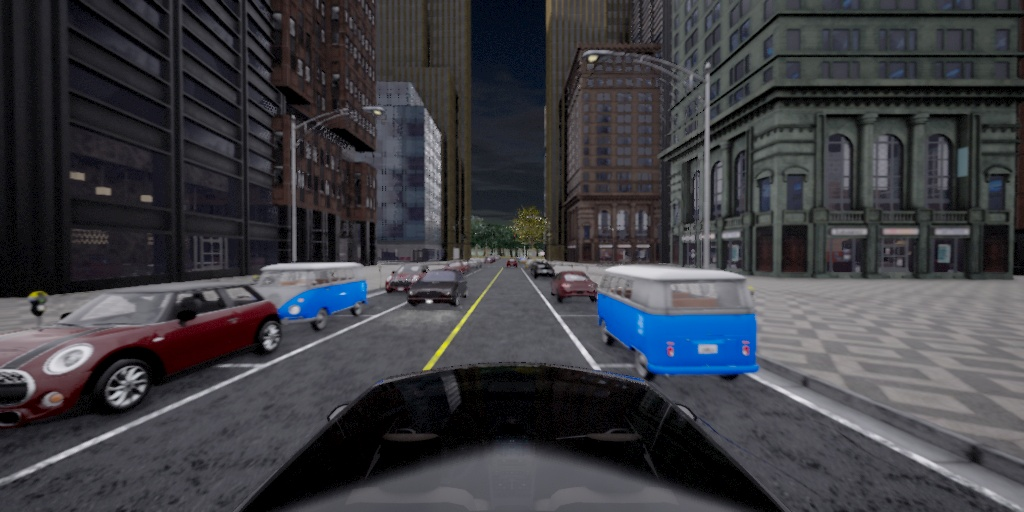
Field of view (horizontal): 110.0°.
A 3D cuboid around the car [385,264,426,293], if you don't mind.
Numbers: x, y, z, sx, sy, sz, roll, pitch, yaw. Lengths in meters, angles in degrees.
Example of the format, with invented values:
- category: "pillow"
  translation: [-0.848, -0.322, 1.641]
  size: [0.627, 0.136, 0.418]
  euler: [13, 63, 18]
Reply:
- category: "car"
  translation: [-5.762, 1.184, 20.599]
  size: [1.967, 1.591, 4.097]
  euler: [0, 0, 0]

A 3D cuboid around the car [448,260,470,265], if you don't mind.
- category: "car"
  translation: [-5.760, 1.278, 36.734]
  size: [1.888, 1.381, 4.507]
  euler: [0, 0, 0]

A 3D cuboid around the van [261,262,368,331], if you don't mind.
- category: "van"
  translation: [-5.762, 1.089, 10.649]
  size: [1.690, 1.789, 3.998]
  euler: [0, 0, 0]

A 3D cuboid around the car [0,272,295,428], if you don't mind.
- category: "car"
  translation: [-5.763, 1.189, 5.762]
  size: [1.967, 1.591, 4.097]
  euler: [0, 0, 0]

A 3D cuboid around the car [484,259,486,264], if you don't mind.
- category: "car"
  translation: [-5.759, 1.263, 58.247]
  size: [1.948, 1.339, 4.313]
  euler: [0, 0, 0]

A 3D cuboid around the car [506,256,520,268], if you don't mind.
- category: "car"
  translation: [0.005, 1.171, 59.823]
  size: [1.882, 1.535, 5.008]
  euler: [0, 0, 0]

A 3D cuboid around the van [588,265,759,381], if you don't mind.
- category: "van"
  translation: [2.801, 1.089, 6.959]
  size: [1.690, 1.789, 3.998]
  euler: [0, 0, 0]

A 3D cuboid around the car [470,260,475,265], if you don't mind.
- category: "car"
  translation: [-5.760, 1.308, 42.112]
  size: [1.802, 1.307, 4.207]
  euler: [0, 0, 0]

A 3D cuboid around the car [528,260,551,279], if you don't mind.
- category: "car"
  translation: [2.765, 1.302, 32.230]
  size: [1.948, 1.339, 4.313]
  euler: [0, 0, 0]

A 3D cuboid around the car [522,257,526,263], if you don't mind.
- category: "car"
  translation: [2.766, 1.233, 53.212]
  size: [1.751, 1.417, 4.829]
  euler: [0, 0, 0]

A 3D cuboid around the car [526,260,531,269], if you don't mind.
- category: "car"
  translation: [2.765, 1.296, 37.434]
  size: [1.948, 1.339, 4.313]
  euler: [0, 0, 0]

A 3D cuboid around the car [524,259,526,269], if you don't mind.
- category: "car"
  translation: [2.765, 1.275, 42.636]
  size: [2.007, 1.370, 4.403]
  euler: [0, 0, 0]

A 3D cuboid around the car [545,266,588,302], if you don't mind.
- category: "car"
  translation: [2.764, 1.327, 16.622]
  size: [1.802, 1.307, 4.207]
  euler: [0, 0, 0]

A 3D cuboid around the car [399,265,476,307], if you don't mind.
- category: "car"
  translation: [-3.033, 1.294, 15.826]
  size: [2.033, 1.411, 5.357]
  euler: [0, 0, 0]

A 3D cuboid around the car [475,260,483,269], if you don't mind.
- category: "car"
  translation: [-5.759, 1.259, 52.868]
  size: [2.007, 1.370, 4.403]
  euler: [0, 0, 0]
